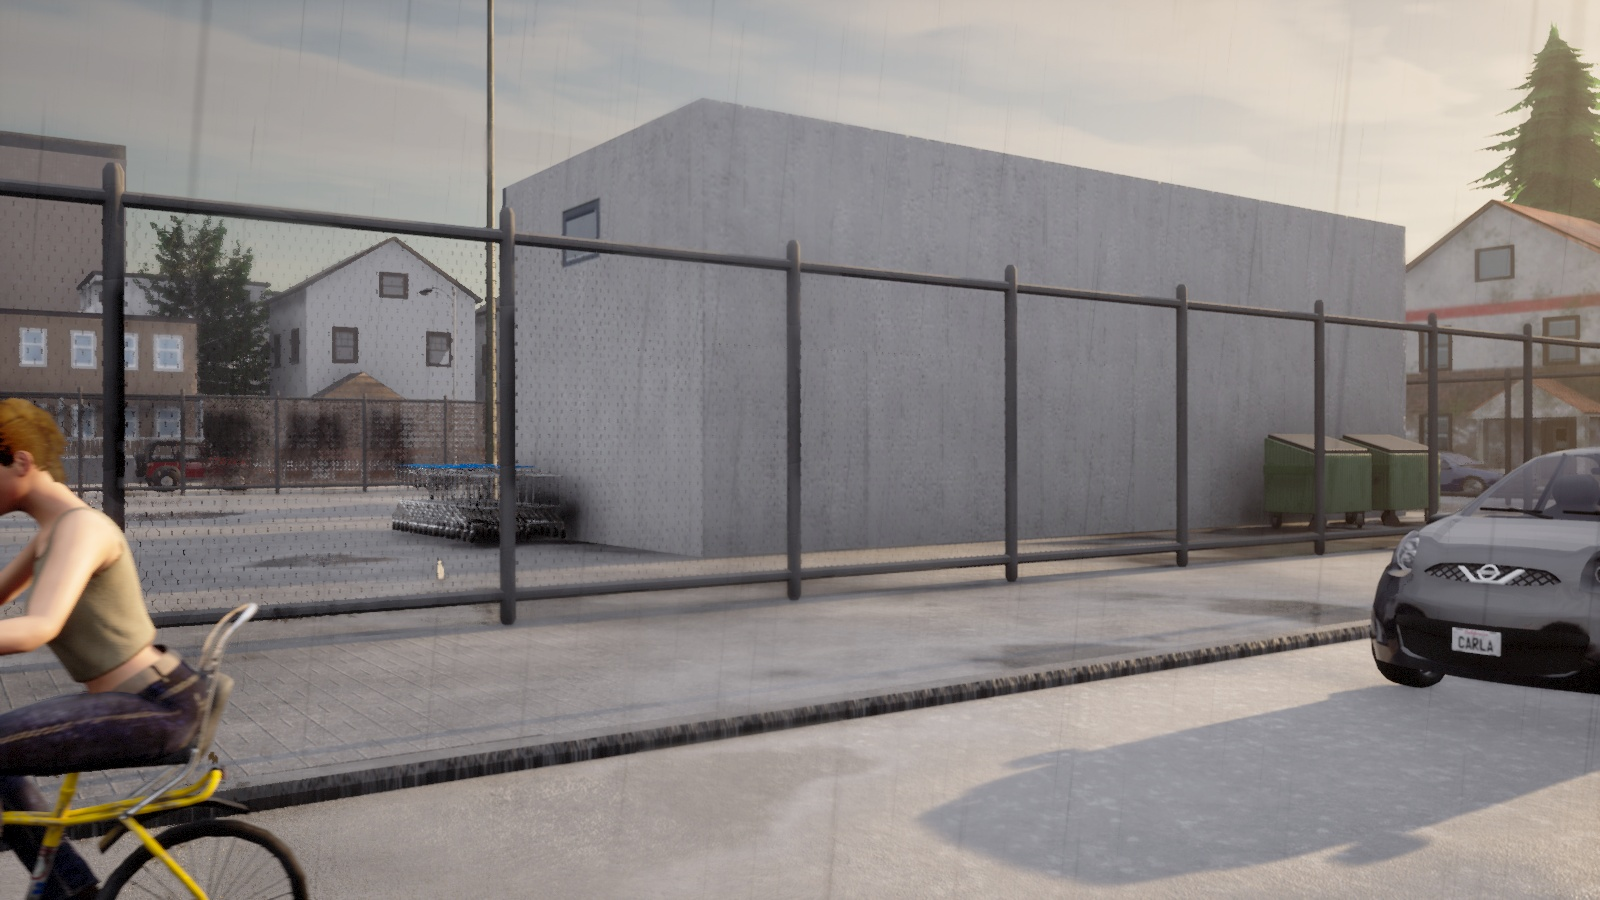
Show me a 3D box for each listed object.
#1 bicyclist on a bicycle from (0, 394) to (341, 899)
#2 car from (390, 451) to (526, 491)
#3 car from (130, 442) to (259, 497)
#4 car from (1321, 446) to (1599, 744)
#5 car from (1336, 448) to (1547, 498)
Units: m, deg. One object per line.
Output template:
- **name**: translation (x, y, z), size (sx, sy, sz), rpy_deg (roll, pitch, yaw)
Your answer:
- **bicyclist on a bicycle**: translation (-1.971, 0.694, 2.917), size (1.509, 1.612, 0.866), rpy_deg (-2, 1, -35)
- **car**: translation (-13.607, 0.813, 50.072), size (4.892, 1.490, 1.837), rpy_deg (0, 0, -33)
- **car**: translation (-21.462, 0.656, 44.566), size (3.866, 1.878, 1.905), rpy_deg (0, 0, -34)
- **car**: translation (5.171, 0.723, 7.868), size (3.633, 1.501, 1.845), rpy_deg (0, 0, -35)
- **car**: translation (19.271, 0.654, 37.979), size (2.033, 1.411, 5.357), rpy_deg (0, 0, -34)
